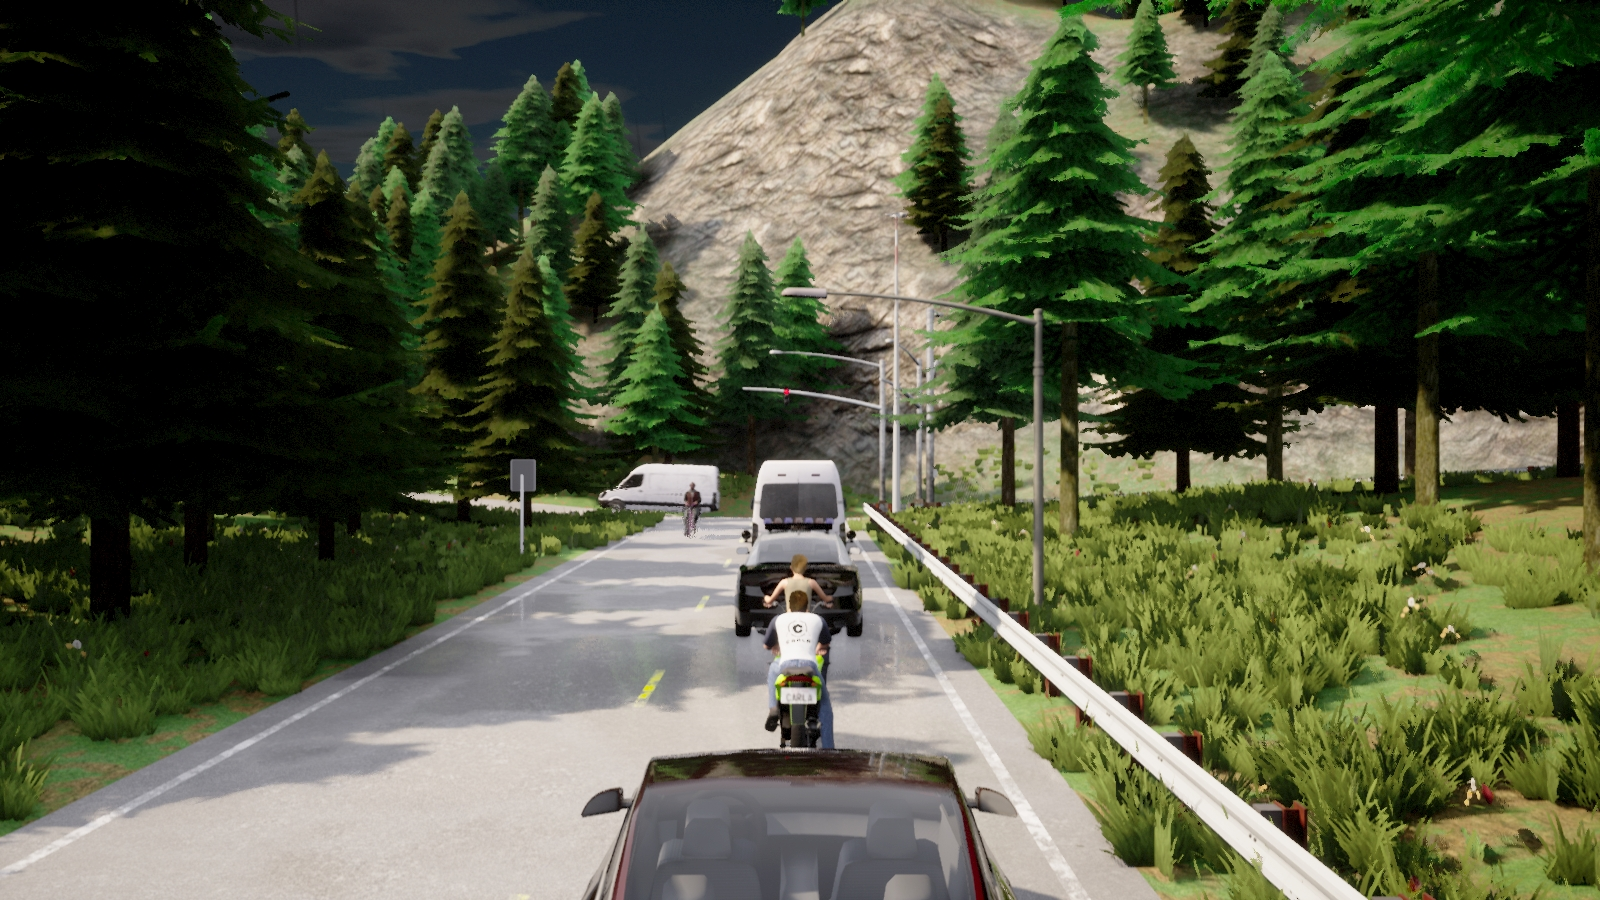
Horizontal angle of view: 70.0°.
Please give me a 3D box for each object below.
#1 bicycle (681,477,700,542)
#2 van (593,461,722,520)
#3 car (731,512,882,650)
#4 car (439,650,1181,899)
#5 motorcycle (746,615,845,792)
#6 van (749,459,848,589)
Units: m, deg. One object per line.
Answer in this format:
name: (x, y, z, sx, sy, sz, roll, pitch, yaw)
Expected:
bicycle: (-3.381, 1.803, 35.355, 0.329, 1.919, 1.835, 0, 0, 2)
van: (-6.937, 1.961, 56.027, 5.915, 2.561, 1.988, 2, -1, 1)
car: (0.090, 1.964, 18.500, 2.097, 1.638, 5.238, 0, 0, 0)
car: (0.027, 2.057, 5.079, 2.163, 1.488, 4.792, 0, 0, 0)
motorcycle: (-0.033, 2.202, 10.287, 0.803, 1.145, 2.033, 0, 0, 0)
van: (-0.039, 1.510, 25.918, 1.988, 2.561, 5.915, 0, 0, 0)
